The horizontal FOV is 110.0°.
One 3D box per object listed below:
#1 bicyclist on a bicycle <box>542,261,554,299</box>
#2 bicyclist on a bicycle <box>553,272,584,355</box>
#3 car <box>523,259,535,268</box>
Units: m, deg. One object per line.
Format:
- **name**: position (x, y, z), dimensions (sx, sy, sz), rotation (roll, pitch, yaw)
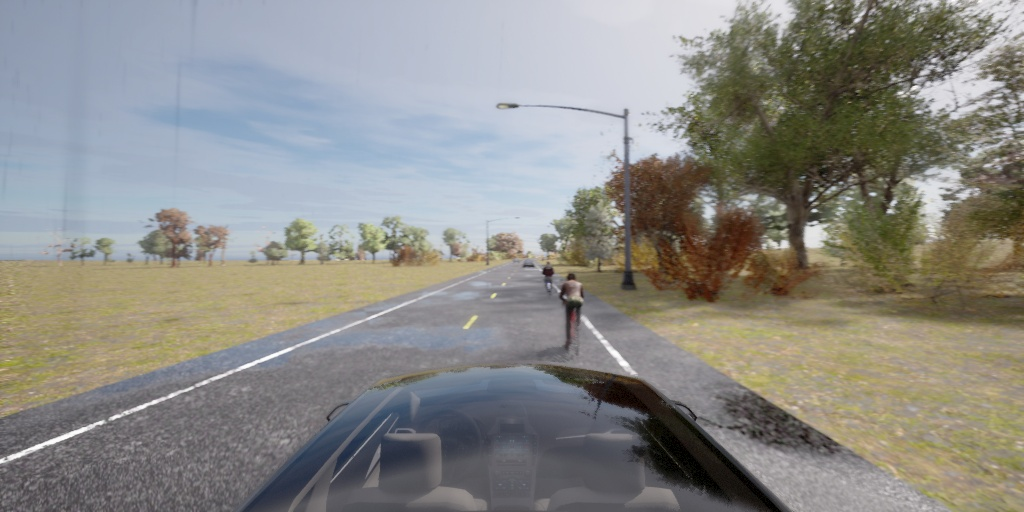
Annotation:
- **bicyclist on a bicycle**: position (1.729, 1.113, 17.089), dimensions (0.659, 1.776, 1.843), rotation (-1, 0, 3)
- **bicyclist on a bicycle**: position (1.303, 1.193, 7.710), dimensions (0.582, 1.620, 1.656), rotation (-1, 0, 3)
- **car**: position (2.889, 1.327, 61.682), dimensions (1.994, 1.385, 4.181), rotation (-1, 0, 3)
